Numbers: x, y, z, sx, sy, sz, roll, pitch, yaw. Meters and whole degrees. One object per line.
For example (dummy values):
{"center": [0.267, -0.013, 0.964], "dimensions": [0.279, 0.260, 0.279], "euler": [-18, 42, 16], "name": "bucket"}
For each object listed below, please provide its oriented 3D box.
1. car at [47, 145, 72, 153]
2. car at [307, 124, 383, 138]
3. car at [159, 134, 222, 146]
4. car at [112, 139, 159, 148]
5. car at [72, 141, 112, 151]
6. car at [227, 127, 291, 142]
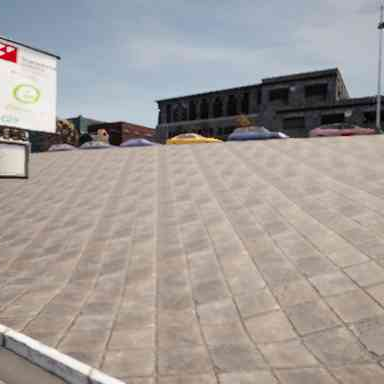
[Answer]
{"center": [-13.765, -4.389, 36.091], "dimensions": [4.892, 1.521, 2.231], "euler": [2, 1, 34], "name": "car"}
{"center": [9.900, -3.594, 21.418], "dimensions": [4.792, 1.488, 2.163], "euler": [2, 1, 29], "name": "car"}
{"center": [0.156, -3.944, 27.034], "dimensions": [5.008, 1.535, 2.097], "euler": [2, 1, 32], "name": "car"}
{"center": [-4.555, -4.062, 29.963], "dimensions": [4.674, 1.452, 2.002], "euler": [2, 1, 33], "name": "car"}
{"center": [-9.200, -4.255, 32.991], "dimensions": [4.892, 1.521, 2.231], "euler": [2, 1, 34], "name": "car"}
{"center": [4.910, -3.912, 24.217], "dimensions": [4.553, 1.767, 2.185], "euler": [2, 1, 31], "name": "car"}
